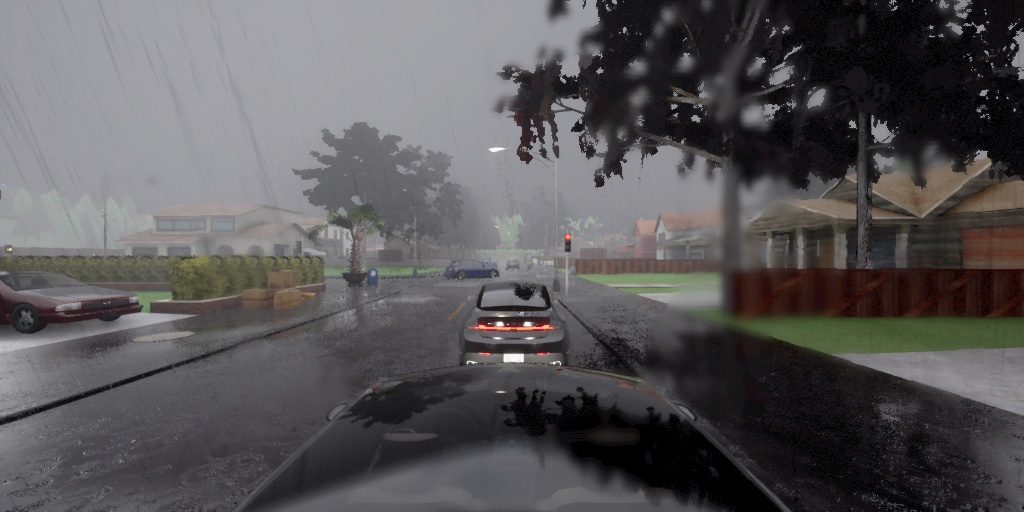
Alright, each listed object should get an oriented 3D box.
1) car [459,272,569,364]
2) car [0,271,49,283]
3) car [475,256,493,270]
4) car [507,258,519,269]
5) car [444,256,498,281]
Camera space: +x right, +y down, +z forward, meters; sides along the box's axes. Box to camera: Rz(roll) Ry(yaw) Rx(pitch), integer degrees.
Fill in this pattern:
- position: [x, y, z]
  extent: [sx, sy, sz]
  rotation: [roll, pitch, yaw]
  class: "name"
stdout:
- position: [0.047, 1.255, 7.654]
  extent: [1.837, 1.490, 4.892]
  rotation: [0, 0, 1]
  class: "car"
- position: [-43.850, 1.242, 30.851]
  extent: [4.902, 1.511, 2.128]
  rotation: [0, 0, 0]
  class: "car"
- position: [-4.059, 0.971, 52.258]
  extent: [2.150, 2.045, 5.566]
  rotation: [0, 0, 0]
  class: "car"
- position: [0.138, 1.241, 56.216]
  extent: [2.128, 1.511, 4.902]
  rotation: [0, 0, 0]
  class: "car"
- position: [-3.298, 1.102, 29.983]
  extent: [4.553, 1.767, 2.097]
  rotation: [0, 0, -39]
  class: "car"
